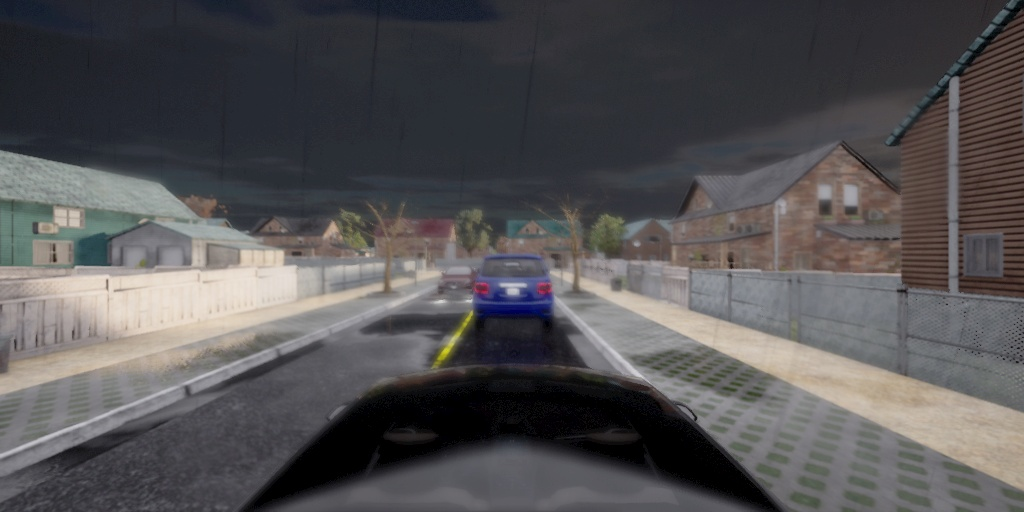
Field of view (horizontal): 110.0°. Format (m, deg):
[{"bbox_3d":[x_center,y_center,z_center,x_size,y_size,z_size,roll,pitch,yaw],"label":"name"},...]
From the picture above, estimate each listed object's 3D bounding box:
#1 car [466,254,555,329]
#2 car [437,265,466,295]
[{"bbox_3d":[0.057,0.961,11.364,2.150,2.045,5.566,0,0,0],"label":"car"},{"bbox_3d":[-2.844,1.260,19.842,1.812,1.442,4.674,0,0,0],"label":"car"}]
